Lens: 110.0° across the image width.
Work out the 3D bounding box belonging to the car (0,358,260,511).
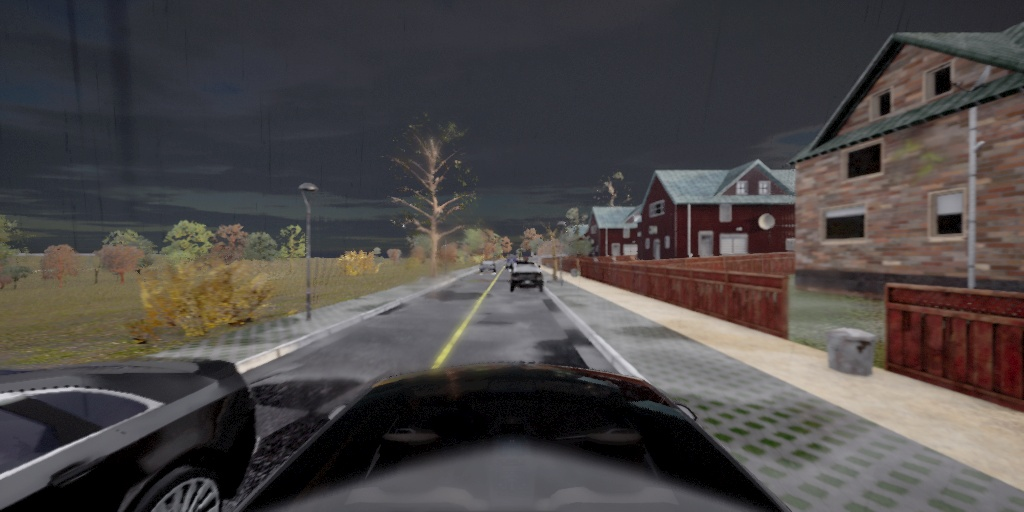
[{"bbox_3d":[-2.849,1.242,0.700,2.128,1.511,4.902,0,0,0],"label":"car"}]

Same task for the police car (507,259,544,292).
[{"bbox_3d":[0.816,1.160,21.504,1.930,1.638,5.238,0,0,0],"label":"police car"}]

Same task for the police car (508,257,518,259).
[{"bbox_3d":[0.811,1.155,31.505,1.930,1.638,5.238,0,0,0],"label":"police car"}]

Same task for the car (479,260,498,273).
[{"bbox_3d":[-2.853,1.252,43.278,1.812,1.442,4.674,0,0,0],"label":"car"}]

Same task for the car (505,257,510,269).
[{"bbox_3d":[-0.025,1.289,56.235,1.994,1.385,4.181,0,0,0],"label":"car"}]
